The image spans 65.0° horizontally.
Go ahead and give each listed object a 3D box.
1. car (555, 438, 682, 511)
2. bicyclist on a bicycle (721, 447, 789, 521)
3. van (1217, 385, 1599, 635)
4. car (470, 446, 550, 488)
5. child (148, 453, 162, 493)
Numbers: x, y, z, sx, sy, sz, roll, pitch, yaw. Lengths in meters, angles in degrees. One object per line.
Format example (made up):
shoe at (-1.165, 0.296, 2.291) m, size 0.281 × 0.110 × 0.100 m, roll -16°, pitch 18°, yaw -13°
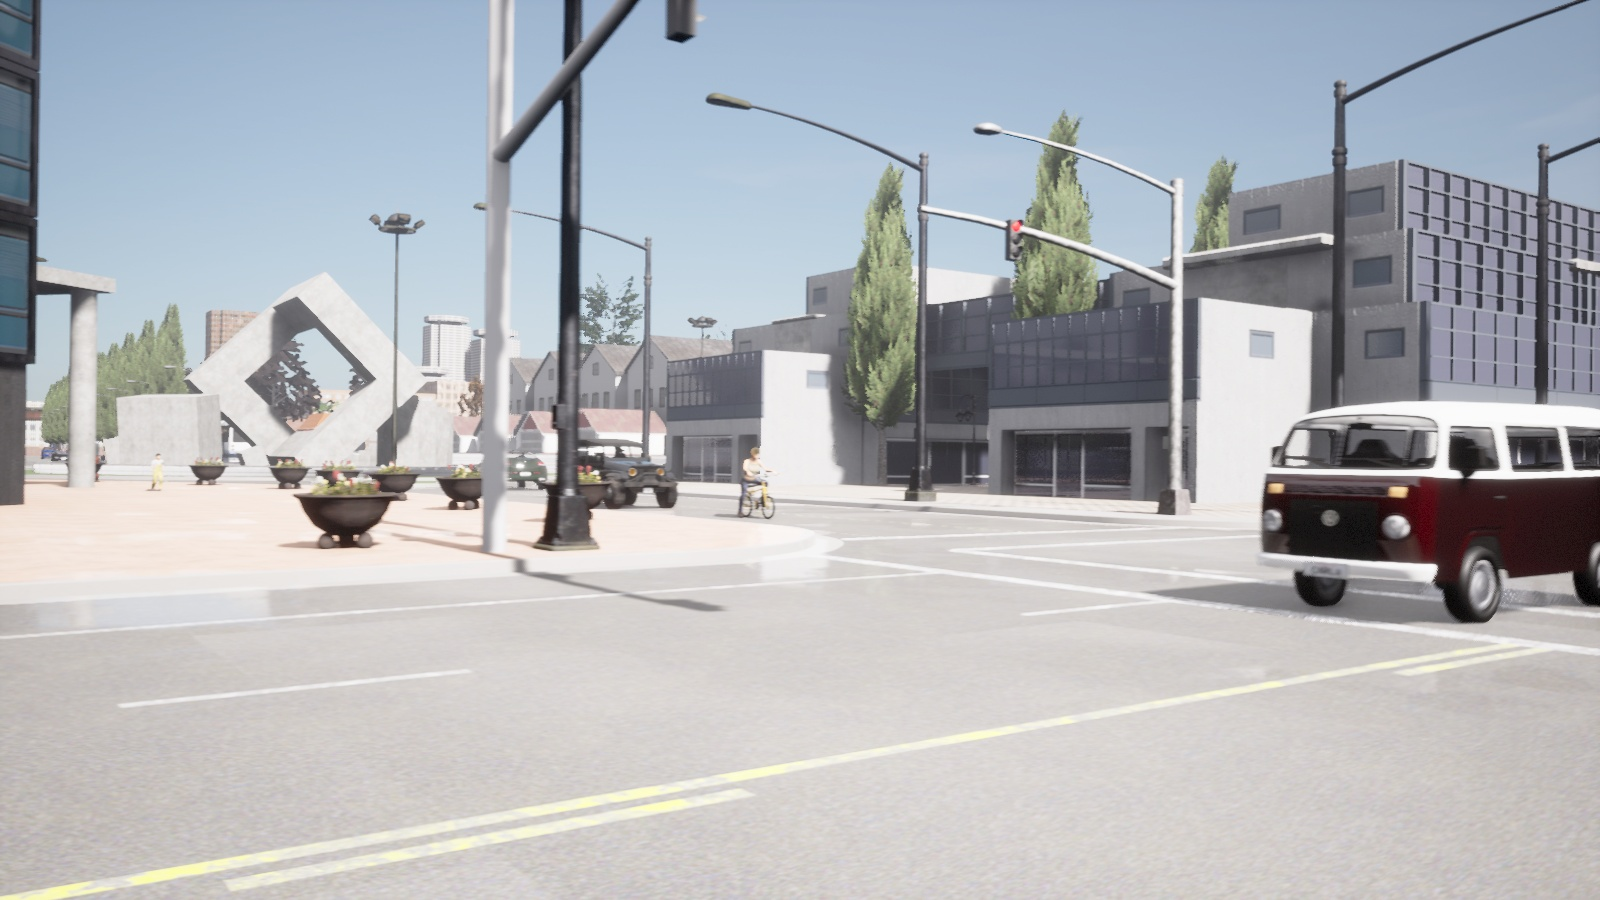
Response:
car at (-5.028, 0.632, 34.394) m, size 1.905 × 1.878 × 3.866 m, roll 1°, pitch -1°, yaw -35°
bicyclist on a bicycle at (-1.037, 0.756, 28.569) m, size 0.866 × 1.612 × 1.509 m, roll 1°, pitch -1°, yaw -34°
van at (6.398, 0.507, 12.375) m, size 4.480 × 2.038 × 2.069 m, roll 1°, pitch 0°, yaw -35°
car at (-12.092, 0.700, 52.096) m, size 2.152 × 1.651 × 5.027 m, roll 1°, pitch 0°, yaw -26°
child at (-20.367, 0.733, 39.663) m, size 0.270 × 1.263 × 0.437 m, roll 1°, pitch -1°, yaw -41°
